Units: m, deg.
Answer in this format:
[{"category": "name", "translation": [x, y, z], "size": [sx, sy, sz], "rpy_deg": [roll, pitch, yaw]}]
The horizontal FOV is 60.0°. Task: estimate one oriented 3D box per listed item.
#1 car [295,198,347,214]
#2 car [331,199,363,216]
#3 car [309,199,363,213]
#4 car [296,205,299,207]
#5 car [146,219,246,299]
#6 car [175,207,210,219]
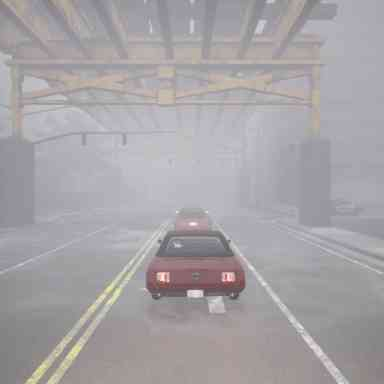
[{"category": "car", "translation": [13.432, 1.396, 34.655], "size": [4.974, 1.542, 2.038], "rpy_deg": [0, 0, 25]}, {"category": "car", "translation": [13.125, 1.404, 30.494], "size": [4.974, 1.542, 2.038], "rpy_deg": [0, 0, -20]}, {"category": "car", "translation": [13.174, 1.247, 30.512], "size": [4.536, 1.218, 1.853], "rpy_deg": [0, 0, -20]}, {"category": "car", "translation": [13.479, 1.239, 34.633], "size": [4.536, 1.218, 1.853], "rpy_deg": [0, 0, 25]}, {"category": "car", "translation": [0.059, 1.594, 8.387], "size": [1.895, 1.301, 4.718], "rpy_deg": [0, 0, 0]}, {"category": "car", "translation": [0.017, 1.536, 18.366], "size": [1.994, 1.385, 4.181], "rpy_deg": [0, 0, -1]}]
